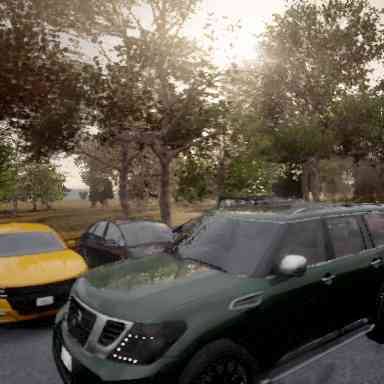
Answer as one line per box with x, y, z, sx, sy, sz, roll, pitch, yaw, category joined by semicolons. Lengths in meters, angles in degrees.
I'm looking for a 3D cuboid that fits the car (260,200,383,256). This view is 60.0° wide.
5.283;1.274;13.797;2.185;1.767;4.553;-1;0;-36;car

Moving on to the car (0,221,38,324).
-3.803;1.473;7.354;2.097;1.535;5.008;0;0;-36;car

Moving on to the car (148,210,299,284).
0.715;1.467;10.609;2.163;1.488;4.792;0;0;-35;car

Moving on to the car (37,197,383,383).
1.062;1.199;4.751;5.566;2.045;2.150;0;0;-36;car

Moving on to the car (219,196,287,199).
3.015;1.168;12.182;2.435;2.045;5.566;0;0;-36;car
